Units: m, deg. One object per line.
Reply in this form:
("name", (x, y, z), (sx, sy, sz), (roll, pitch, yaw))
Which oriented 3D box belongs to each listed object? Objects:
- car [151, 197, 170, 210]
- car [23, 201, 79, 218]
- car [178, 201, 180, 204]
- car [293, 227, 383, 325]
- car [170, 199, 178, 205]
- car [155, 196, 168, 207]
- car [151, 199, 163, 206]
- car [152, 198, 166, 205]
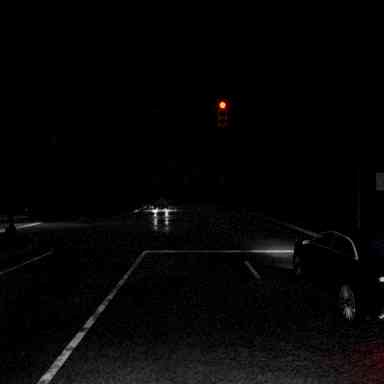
("car", (-4.210, 1.625, 45.384), (1.812, 1.442, 4.674), (0, -1, -4))
("car", (-12.731, 1.572, 30.158), (4.674, 1.442, 1.812), (0, 1, -4))
("car", (-4.690, 2.441, 83.542), (1.895, 1.301, 4.718), (0, -1, -22))
("car", (3.586, 1.492, 7.072), (2.128, 1.511, 4.902), (0, 0, 1))
("car", (-5.145, 2.214, 74.202), (1.994, 1.385, 4.181), (0, -1, -19))
("car", (-5.289, 1.639, 56.684), (2.097, 1.767, 4.553), (0, -1, -6))
("car", (-7.382, 2.165, 69.034), (1.895, 1.301, 4.718), (0, -1, -13))
("car", (-8.317, 2.345, 83.152), (1.882, 1.535, 5.008), (0, -1, -25))
